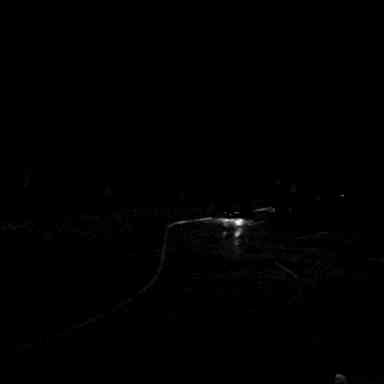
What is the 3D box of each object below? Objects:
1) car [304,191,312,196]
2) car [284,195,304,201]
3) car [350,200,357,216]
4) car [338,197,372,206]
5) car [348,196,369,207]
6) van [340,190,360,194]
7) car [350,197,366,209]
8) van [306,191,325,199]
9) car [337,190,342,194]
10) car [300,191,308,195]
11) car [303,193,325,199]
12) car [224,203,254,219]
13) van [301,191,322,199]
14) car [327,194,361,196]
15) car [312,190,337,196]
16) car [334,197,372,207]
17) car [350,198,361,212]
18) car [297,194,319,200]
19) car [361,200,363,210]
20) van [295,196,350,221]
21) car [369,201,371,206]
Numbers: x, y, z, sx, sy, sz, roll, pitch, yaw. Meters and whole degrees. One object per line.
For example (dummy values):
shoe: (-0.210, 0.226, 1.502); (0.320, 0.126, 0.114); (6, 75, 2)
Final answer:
car: (23.830, 1.093, 65.179); (1.895, 1.301, 4.718); (-1, 1, 33)
car: (15.427, 1.669, 52.246); (2.128, 1.511, 4.902); (-1, 1, 33)
car: (14.190, 1.906, 34.731); (4.792, 1.488, 2.163); (-1, 1, 33)
car: (26.175, 1.487, 53.420); (4.674, 1.452, 2.002); (-1, 1, 33)
car: (20.175, 1.660, 44.078); (5.008, 1.535, 2.097); (-1, 1, 33)
van: (27.772, 1.167, 55.685); (4.442, 1.987, 1.878); (-1, 1, 33)
car: (18.664, 1.715, 41.751); (4.892, 1.521, 2.231); (-1, 1, 33)
van: (32.701, 0.729, 87.949); (4.442, 1.987, 1.878); (-1, 1, 33)
car: (36.408, 1.034, 78.716); (2.128, 1.511, 4.902); (-1, 1, 33)
car: (25.190, 0.969, 76.113); (5.566, 2.045, 2.435); (-1, 1, 33)
car: (31.280, 1.008, 85.531); (5.008, 1.535, 2.097); (-1, 1, 33)
car: (5.277, 2.043, 36.519); (1.837, 1.490, 4.892); (-1, 1, 33)
van: (29.862, 0.834, 83.106); (4.442, 1.987, 1.878); (-1, 1, 33)
car: (21.696, 1.480, 46.397); (4.553, 1.767, 2.185); (-1, 1, 33)
car: (23.007, 1.200, 57.708); (2.150, 2.045, 5.566); (-1, 1, 33)
car: (24.670, 1.500, 51.085); (5.008, 1.535, 2.097); (-1, 1, 33)
car: (15.510, 1.821, 37.183); (5.366, 1.575, 1.946); (-1, 1, 33)
car: (28.254, 1.154, 80.813); (4.674, 1.452, 2.002); (-1, 1, 33)
car: (17.193, 1.797, 39.399); (4.792, 1.488, 2.163); (-1, 1, 33)
van: (12.561, 1.707, 32.476); (4.442, 1.987, 1.878); (-1, 1, 33)
car: (23.172, 1.593, 48.750); (4.674, 1.452, 2.002); (-1, 1, 33)
